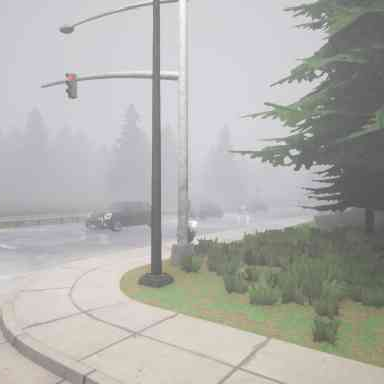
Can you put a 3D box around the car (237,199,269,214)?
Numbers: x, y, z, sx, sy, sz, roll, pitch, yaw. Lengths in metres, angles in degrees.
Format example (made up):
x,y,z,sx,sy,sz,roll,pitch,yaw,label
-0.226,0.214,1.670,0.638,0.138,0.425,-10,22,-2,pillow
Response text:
x,y,z,sx,sy,sz,roll,pitch,yaw,label
6.594,1.465,35.777,2.128,1.511,4.902,0,0,36,car

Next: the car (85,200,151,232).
x,y,z,sx,sy,sz,roll,pitch,yaw,label
-4.197,1.325,20.230,2.097,1.767,4.553,0,0,34,car

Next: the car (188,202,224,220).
x,y,z,sx,sy,sz,roll,pitch,yaw,label
0.906,1.537,27.613,1.994,1.385,4.181,0,0,36,car
